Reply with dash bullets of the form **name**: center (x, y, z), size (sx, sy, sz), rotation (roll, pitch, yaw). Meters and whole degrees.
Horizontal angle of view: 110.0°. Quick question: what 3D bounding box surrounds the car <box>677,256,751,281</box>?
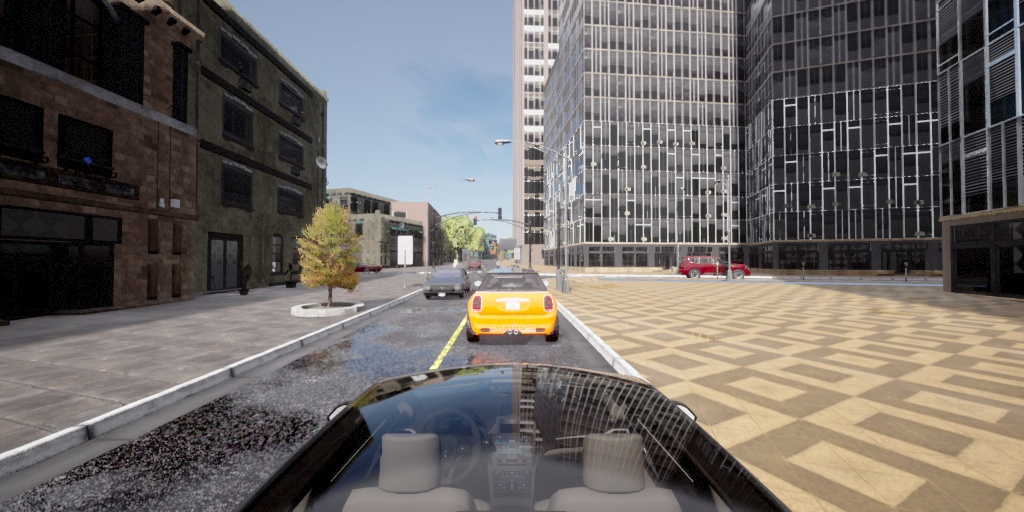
- **car**: center (15.722, 0.938, 28.211), size (5.009, 1.841, 2.192), rotation (0, 0, 18)

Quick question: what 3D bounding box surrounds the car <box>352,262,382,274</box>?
- **car**: center (-17.547, 1.385, 41.679), size (4.718, 1.301, 1.895), rotation (0, -1, 18)

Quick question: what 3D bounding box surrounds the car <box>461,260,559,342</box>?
- **car**: center (-0.003, 1.105, 9.944), size (2.097, 1.767, 4.553), rotation (0, 0, -1)

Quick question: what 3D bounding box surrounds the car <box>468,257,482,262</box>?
- **car**: center (-5.521, 1.240, 53.297), size (1.882, 1.535, 5.008), rotation (0, 0, -6)

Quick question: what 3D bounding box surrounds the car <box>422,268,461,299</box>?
- **car**: center (-3.143, 1.301, 18.265), size (2.033, 1.411, 5.357), rotation (0, 0, -2)

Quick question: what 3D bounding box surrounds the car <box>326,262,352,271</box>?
- **car**: center (-20.618, 1.317, 40.067), size (4.313, 1.339, 1.948), rotation (0, 0, 18)
